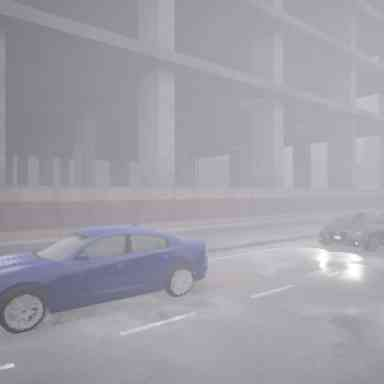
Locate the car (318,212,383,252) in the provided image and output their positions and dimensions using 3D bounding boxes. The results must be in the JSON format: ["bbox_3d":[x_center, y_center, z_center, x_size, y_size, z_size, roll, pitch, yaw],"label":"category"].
[{"bbox_3d":[7.126,1.549,13.891,4.181,1.385,1.994,0,0,-38],"label":"car"}]

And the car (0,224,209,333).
[{"bbox_3d":[-1.928,1.476,6.989,5.008,1.535,1.882,0,0,-37],"label":"car"}]
